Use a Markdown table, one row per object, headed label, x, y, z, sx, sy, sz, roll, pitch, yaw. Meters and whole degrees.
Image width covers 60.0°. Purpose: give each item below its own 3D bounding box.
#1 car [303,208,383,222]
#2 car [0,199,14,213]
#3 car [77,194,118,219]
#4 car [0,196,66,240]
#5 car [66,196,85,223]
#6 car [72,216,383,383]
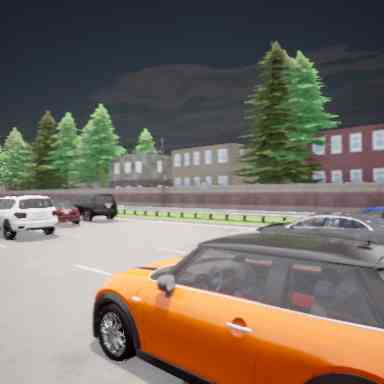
| label | x | y | z | sx | sy | sz | roll | pitch | yaw |
| --- | --- | --- | --- | --- | --- | --- | --- | --- | --- |
| car | 4.222 | 1.362 | 10.403 | 4.902 | 1.511 | 2.128 | 0 | 0 | 41 |
| car | -23.094 | 1.564 | 39.097 | 4.902 | 1.511 | 2.128 | 0 | 0 | 41 |
| car | -8.054 | 1.166 | 25.860 | 5.566 | 2.045 | 2.150 | 0 | 0 | 41 |
| car | -9.192 | 1.235 | 17.539 | 5.566 | 2.045 | 2.150 | -1 | 0 | 41 |
| car | -9.568 | 1.340 | 22.533 | 4.553 | 1.767 | 2.097 | 0 | 0 | 41 |
| car | 0.681 | 1.311 | 4.193 | 4.553 | 1.767 | 2.097 | 0 | 0 | 41 |
